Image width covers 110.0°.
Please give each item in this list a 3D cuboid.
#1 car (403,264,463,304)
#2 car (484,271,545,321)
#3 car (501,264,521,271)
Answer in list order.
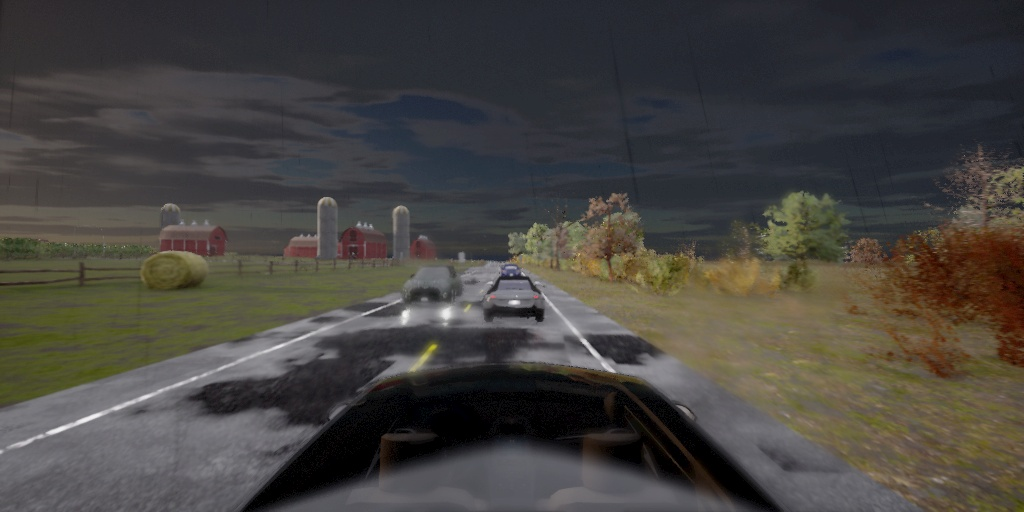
[{"bbox_3d":[-3.621,1.218,17.105,2.097,1.767,4.553,0,0,0],"label":"car"},{"bbox_3d":[0.072,1.398,12.922,1.994,1.385,4.181,0,0,0],"label":"car"},{"bbox_3d":[-0.090,1.524,34.224,1.812,1.442,4.674,0,0,-1],"label":"car"}]
